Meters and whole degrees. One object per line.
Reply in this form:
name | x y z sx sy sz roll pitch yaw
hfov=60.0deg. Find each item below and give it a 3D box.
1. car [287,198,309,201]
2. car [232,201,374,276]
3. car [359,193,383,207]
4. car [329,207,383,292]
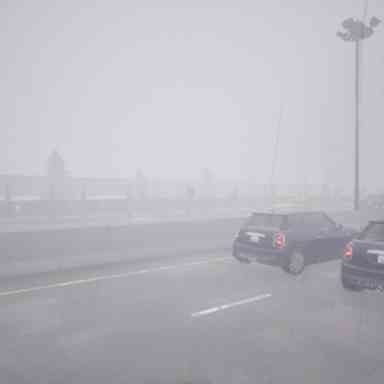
car | 10.140 1.388 32.678 5.008 1.535 1.882 0 0 -35
car | 3.488 1.323 10.531 4.553 1.767 2.097 0 0 -35
car | 19.744 1.101 35.104 5.566 2.045 2.150 0 0 -34
car | 5.470 1.323 7.645 4.553 1.767 2.097 0 0 -35
